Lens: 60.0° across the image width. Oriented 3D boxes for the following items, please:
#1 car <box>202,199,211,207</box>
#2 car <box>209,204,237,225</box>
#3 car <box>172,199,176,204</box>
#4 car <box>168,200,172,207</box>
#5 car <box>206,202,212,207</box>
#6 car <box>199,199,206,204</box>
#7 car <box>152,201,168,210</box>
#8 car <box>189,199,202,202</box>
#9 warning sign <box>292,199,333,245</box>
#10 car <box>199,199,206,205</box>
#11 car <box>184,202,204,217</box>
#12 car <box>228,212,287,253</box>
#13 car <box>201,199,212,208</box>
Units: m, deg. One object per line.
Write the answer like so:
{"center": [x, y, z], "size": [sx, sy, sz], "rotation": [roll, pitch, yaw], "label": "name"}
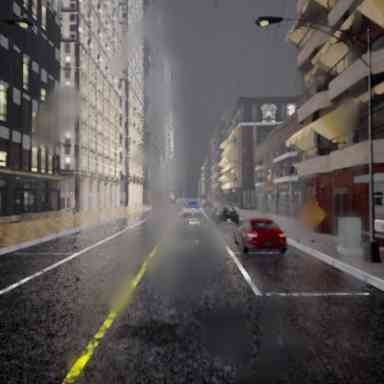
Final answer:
{"center": [2.827, 2.321, 60.820], "size": [1.802, 1.307, 4.206], "rotation": [0, -1, 0], "label": "car"}
{"center": [2.747, 1.859, 26.932], "size": [2.008, 1.369, 4.403], "rotation": [0, -1, 0], "label": "car"}
{"center": [-5.475, 2.801, 94.727], "size": [1.947, 1.339, 4.313], "rotation": [0, -1, 0], "label": "car"}
{"center": [-5.540, 2.407, 66.488], "size": [1.887, 1.381, 4.507], "rotation": [0, -1, 0], "label": "car"}
{"center": [2.761, 1.930, 32.580], "size": [2.008, 1.369, 4.403], "rotation": [0, -1, 0], "label": "car"}
{"center": [2.906, 2.752, 94.709], "size": [1.947, 1.339, 4.313], "rotation": [0, -1, 0], "label": "car"}
{"center": [-5.566, 2.266, 55.191], "size": [2.008, 1.369, 4.403], "rotation": [0, -1, 0], "label": "car"}
{"center": [0.122, 2.072, 48.326], "size": [1.882, 1.535, 5.008], "rotation": [0, 0, 0], "label": "car"}
{"center": [5.089, 1.249, 14.131], "size": [1.300, 1.860, 1.060], "rotation": [0, -1, 0], "label": "warning sign"}
{"center": [2.893, 2.638, 89.231], "size": [1.752, 1.417, 4.829], "rotation": [0, -1, 0], "label": "car"}
{"center": [0.080, 2.047, 36.649], "size": [1.895, 1.301, 4.718], "rotation": [0, -1, 0], "label": "car"}
{"center": [2.768, 1.728, 14.015], "size": [1.802, 1.307, 4.206], "rotation": [0, -1, 0], "label": "car"}
{"center": [2.839, 2.253, 66.470], "size": [1.967, 1.590, 4.097], "rotation": [0, -1, 0], "label": "car"}
